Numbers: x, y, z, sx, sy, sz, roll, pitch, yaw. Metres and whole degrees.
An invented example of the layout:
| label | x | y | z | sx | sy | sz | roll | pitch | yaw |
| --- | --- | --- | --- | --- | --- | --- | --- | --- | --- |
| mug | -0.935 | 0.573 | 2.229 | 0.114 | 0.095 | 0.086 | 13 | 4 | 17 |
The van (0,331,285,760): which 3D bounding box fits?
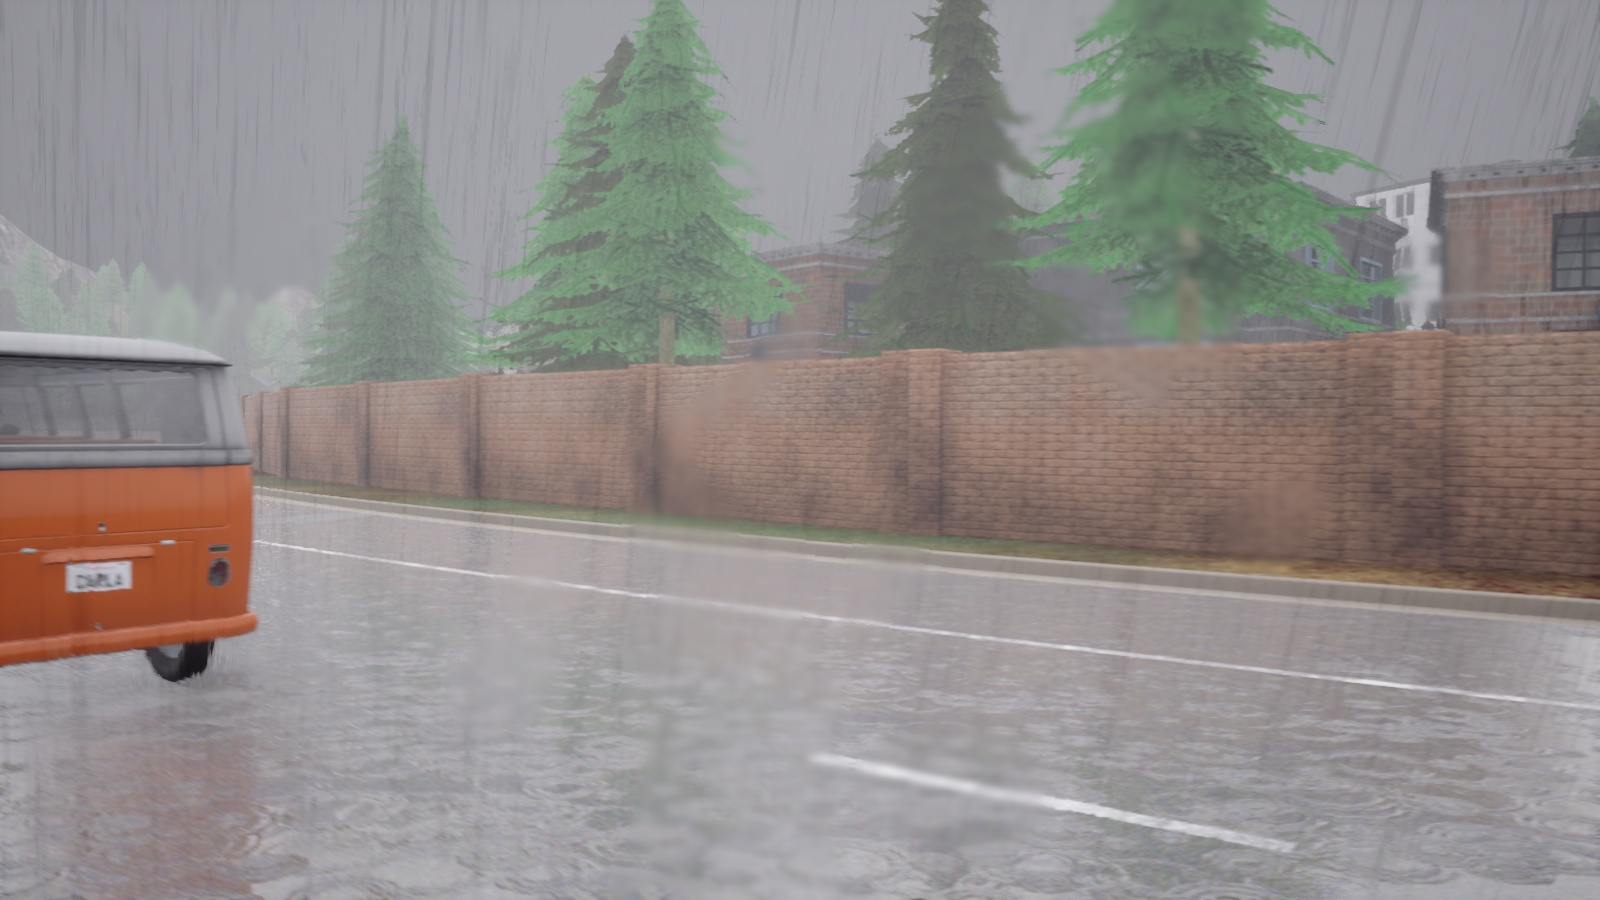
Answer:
| label | x | y | z | sx | sy | sz | roll | pitch | yaw |
| --- | --- | --- | --- | --- | --- | --- | --- | --- | --- |
| van | -5.119 | 0.427 | 7.599 | 4.442 | 1.987 | 1.775 | 0 | 1 | 39 |
